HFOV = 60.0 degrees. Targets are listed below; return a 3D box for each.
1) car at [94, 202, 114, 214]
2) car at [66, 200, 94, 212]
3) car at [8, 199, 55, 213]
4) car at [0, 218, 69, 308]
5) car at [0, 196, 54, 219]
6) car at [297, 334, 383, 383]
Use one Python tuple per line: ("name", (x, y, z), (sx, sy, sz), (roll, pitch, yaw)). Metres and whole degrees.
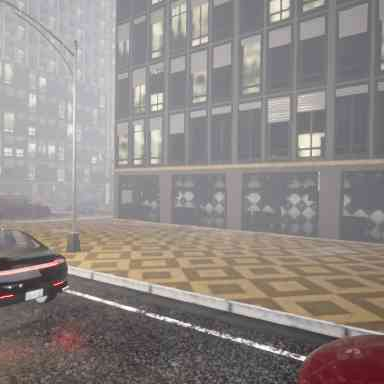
("car", (-8.796, 1.828, 39.704), (1.752, 1.417, 4.829), (1, 0, 36))
("car", (-13.896, 1.767, 42.536), (1.994, 1.385, 4.181), (1, 0, 36))
("car", (-19.091, 1.641, 39.849), (1.752, 1.417, 4.829), (1, 0, 36))
("car", (-4.595, 1.488, 6.934), (4.902, 1.511, 2.128), (0, 0, 35))
("car", (-15.577, 1.518, 30.480), (2.192, 1.841, 5.009), (1, 0, 36))
("car", (2.892, 1.526, 1.634), (4.674, 1.442, 1.812), (0, 0, 35))
